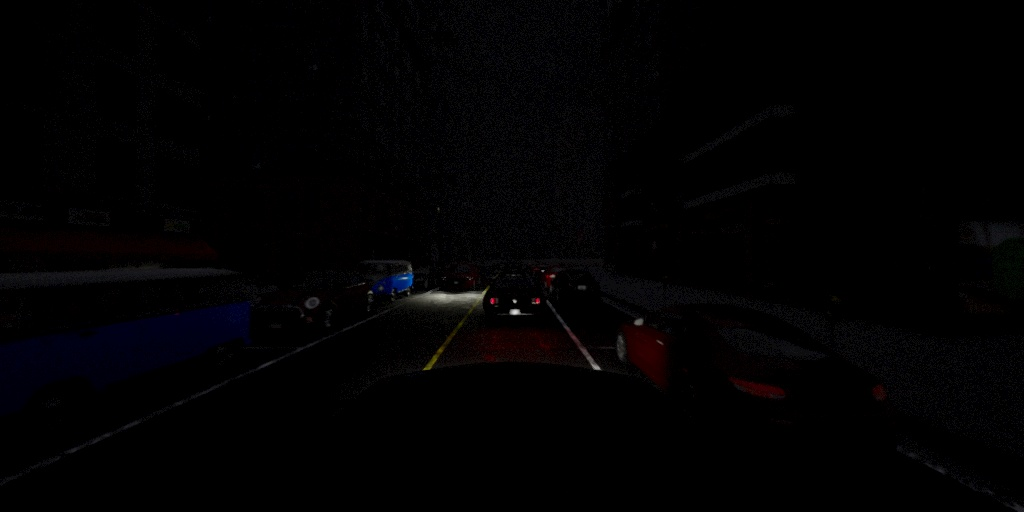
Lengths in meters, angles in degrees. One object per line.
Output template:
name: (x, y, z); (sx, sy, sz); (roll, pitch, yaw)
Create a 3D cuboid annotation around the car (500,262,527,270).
car: (0.109, 1.199, 28.770); (1.837, 1.490, 4.892); (0, 0, 0)

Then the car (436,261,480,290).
car: (-3.085, 1.187, 22.233); (1.882, 1.535, 5.008); (0, 0, 0)

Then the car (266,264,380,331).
car: (-5.756, 1.173, 10.709); (1.967, 1.591, 4.097); (0, 0, 0)

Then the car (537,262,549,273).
car: (2.777, 1.255, 21.921); (1.888, 1.381, 4.507); (0, 0, 0)

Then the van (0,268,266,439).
van: (-5.759, 1.085, 5.099); (1.690, 1.789, 3.998); (0, 0, 0)

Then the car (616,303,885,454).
car: (2.766, 1.326, 5.093); (1.802, 1.307, 4.207); (0, 0, 0)

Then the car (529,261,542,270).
car: (2.784, 1.267, 33.139); (1.802, 1.307, 4.207); (0, 0, 0)

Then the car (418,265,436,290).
car: (-5.749, 1.261, 21.927); (2.007, 1.370, 4.403); (0, 0, 0)

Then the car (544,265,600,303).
car: (2.774, 1.288, 16.311); (1.948, 1.339, 4.313); (0, 0, 0)

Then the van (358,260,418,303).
van: (-5.752, 1.063, 16.318); (1.690, 1.789, 3.998); (0, 0, 0)

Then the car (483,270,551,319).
car: (0.097, 1.330, 12.607); (1.895, 1.301, 4.718); (0, 0, 0)
